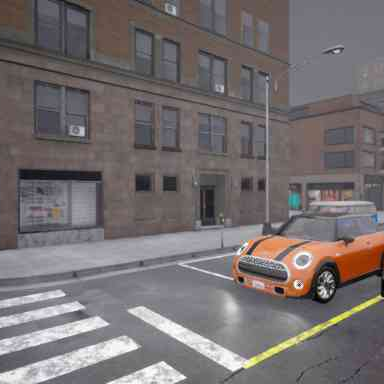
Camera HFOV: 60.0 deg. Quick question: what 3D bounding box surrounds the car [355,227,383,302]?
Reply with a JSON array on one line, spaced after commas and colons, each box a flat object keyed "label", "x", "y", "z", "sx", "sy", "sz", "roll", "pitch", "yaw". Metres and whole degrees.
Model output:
[{"label": "car", "x": 5.369, "y": 1.469, "z": 6.373, "sx": 4.902, "sy": 1.511, "sz": 2.128, "roll": 0, "pitch": 0, "yaw": -40}]

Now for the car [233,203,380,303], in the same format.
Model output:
[{"label": "car", "x": 3.131, "y": 1.321, "z": 8.269, "sx": 4.553, "sy": 1.767, "sz": 2.097, "roll": 0, "pitch": 0, "yaw": -38}]

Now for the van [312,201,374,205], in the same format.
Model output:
[{"label": "van", "x": 6.410, "y": 1.281, "z": 14.251, "sx": 3.998, "sy": 1.788, "sz": 1.690, "roll": 0, "pitch": 0, "yaw": -40}]
